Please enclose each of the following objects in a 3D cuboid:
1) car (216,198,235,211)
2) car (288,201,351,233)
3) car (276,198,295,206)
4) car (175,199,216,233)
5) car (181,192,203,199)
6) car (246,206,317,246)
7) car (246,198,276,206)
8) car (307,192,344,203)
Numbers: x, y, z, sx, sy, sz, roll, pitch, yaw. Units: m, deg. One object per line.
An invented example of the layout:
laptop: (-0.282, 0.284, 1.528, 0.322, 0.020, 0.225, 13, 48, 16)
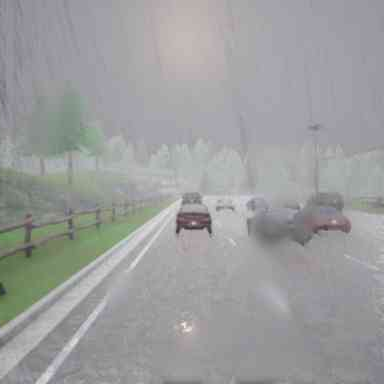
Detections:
car: (3.504, 1.348, 36.253, 1.895, 1.301, 4.718, 0, 0, 0)
car: (7.095, 1.433, 18.576, 1.994, 1.385, 4.181, 0, 0, 0)
car: (10.516, 1.306, 37.062, 1.994, 1.385, 4.181, 0, 0, 0)
car: (0.096, 1.348, 18.551, 1.882, 1.535, 5.008, 0, 0, 0)
car: (0.001, 0.975, 35.608, 2.150, 2.045, 5.566, 0, 1, 0)
car: (3.597, 1.498, 14.677, 1.895, 1.301, 4.718, 0, 0, 0)
car: (7.000, 1.300, 35.512, 2.033, 1.411, 5.357, 0, 0, 0)
car: (13.997, 0.980, 35.099, 2.150, 2.045, 5.566, 0, 1, 0)
